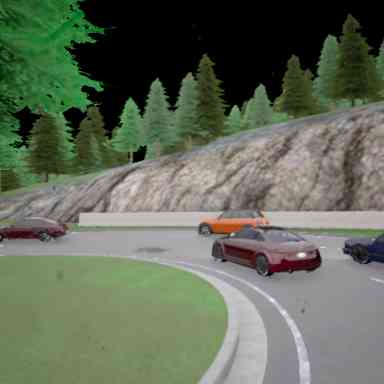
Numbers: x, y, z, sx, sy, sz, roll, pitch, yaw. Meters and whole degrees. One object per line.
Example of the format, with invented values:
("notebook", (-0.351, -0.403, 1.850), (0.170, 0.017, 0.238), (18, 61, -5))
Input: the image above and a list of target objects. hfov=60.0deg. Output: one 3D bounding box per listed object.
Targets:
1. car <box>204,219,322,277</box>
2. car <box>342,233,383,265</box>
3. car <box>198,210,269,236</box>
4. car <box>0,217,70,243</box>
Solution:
("car", (2.331, 1.851, 11.399), (1.994, 1.385, 4.181), (0, -2, -24))
("car", (6.964, 1.705, 9.918), (2.033, 1.411, 5.357), (-1, -2, -14))
("car", (2.561, 1.902, 20.923), (4.553, 1.767, 2.097), (-2, -2, 35))
("car", (-9.913, 2.299, 20.447), (4.674, 1.442, 1.812), (-1, -2, 2))
